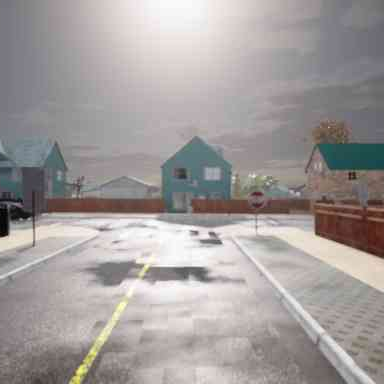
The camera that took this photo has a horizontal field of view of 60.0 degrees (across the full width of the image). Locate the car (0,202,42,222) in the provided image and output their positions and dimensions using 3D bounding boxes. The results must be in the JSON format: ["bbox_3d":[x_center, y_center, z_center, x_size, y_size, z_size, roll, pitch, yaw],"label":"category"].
[{"bbox_3d":[-14.271,1.450,25.105,5.357,1.411,2.033,0,1,-1],"label":"car"}]
